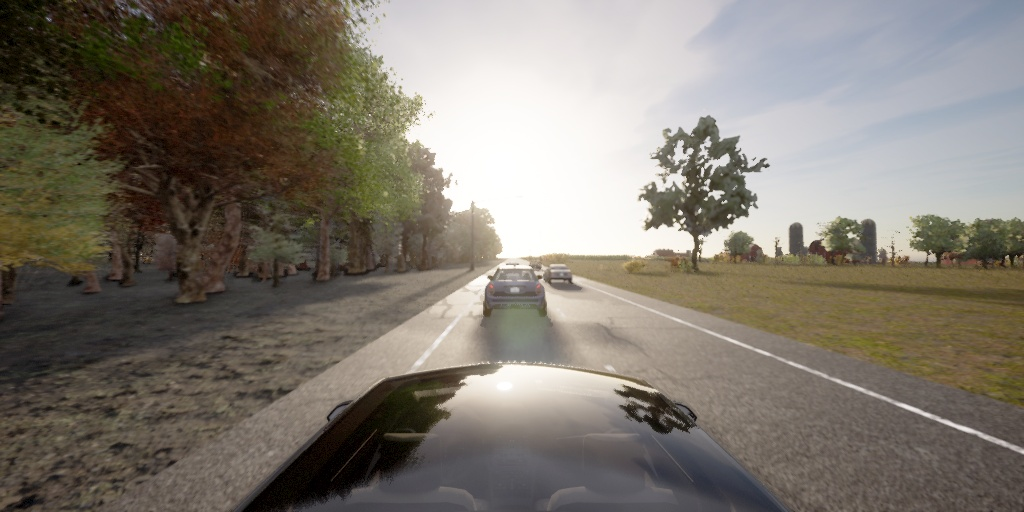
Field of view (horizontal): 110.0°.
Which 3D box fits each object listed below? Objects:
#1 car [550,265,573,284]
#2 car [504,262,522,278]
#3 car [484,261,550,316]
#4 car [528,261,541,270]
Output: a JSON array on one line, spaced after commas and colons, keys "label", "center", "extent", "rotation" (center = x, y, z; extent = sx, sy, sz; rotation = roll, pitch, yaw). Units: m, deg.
[{"label": "car", "center": [3.558, 1.390, 28.173], "extent": [2.033, 1.411, 5.357], "rotation": [0, 0, 0]}, {"label": "car", "center": [0.093, 1.382, 38.061], "extent": [1.837, 1.490, 4.892], "rotation": [0, 0, 0]}, {"label": "car", "center": [0.097, 1.145, 13.824], "extent": [2.097, 1.767, 4.553], "rotation": [0, 0, 0]}, {"label": "car", "center": [3.589, 1.533, 57.998], "extent": [1.895, 1.301, 4.718], "rotation": [0, 0, 0]}]
